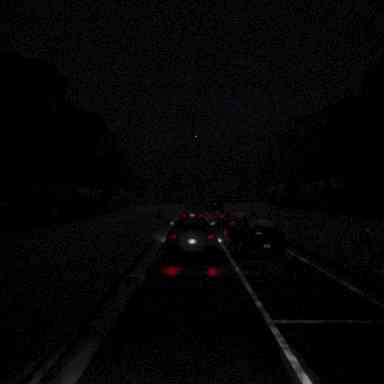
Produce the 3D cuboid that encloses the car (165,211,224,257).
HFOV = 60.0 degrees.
[{"bbox_3d":[0.022,1.702,13.525,1.994,1.385,4.181,0,-1,0],"label":"car"}]

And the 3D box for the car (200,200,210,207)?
[{"bbox_3d":[2.652,2.312,67.954,1.887,1.381,4.507,-1,-1,0],"label":"car"}]

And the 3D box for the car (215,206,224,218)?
[{"bbox_3d":[2.634,1.743,19.299,1.887,1.381,4.507,-1,-1,0],"label":"car"}]

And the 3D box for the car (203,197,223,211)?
[{"bbox_3d":[2.999,1.711,44.811,2.150,2.045,5.566,0,-1,0],"label":"car"}]

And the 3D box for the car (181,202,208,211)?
[{"bbox_3d":[0.019,1.834,27.524,2.033,1.411,5.357,0,-1,0],"label":"car"}]

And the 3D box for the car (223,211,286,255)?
[{"bbox_3d":[2.632,1.693,13.892,2.008,1.369,4.403,-1,-1,0],"label":"car"}]
